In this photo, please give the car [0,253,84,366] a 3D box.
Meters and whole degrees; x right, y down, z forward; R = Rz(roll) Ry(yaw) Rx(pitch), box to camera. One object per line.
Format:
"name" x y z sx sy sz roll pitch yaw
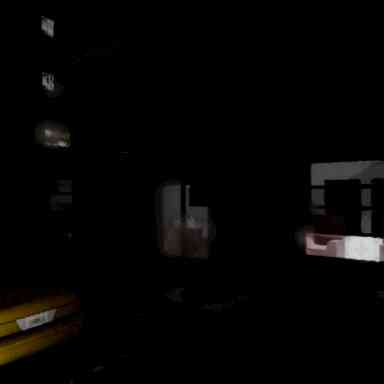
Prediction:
"car" -3.773 1.542 5.438 4.829 1.417 1.752 0 -1 36
